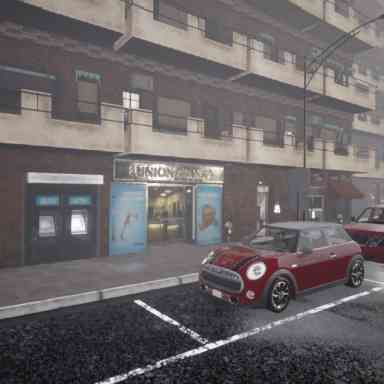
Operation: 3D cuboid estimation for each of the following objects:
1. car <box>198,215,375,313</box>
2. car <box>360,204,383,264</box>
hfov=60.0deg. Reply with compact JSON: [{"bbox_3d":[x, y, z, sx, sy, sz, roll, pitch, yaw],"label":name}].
[{"bbox_3d":[2.105,1.442,7.605,4.097,1.590,1.967,0,0,-36],"label":"car"},{"bbox_3d":[6.607,1.321,10.827,5.009,1.841,2.192,0,0,-36],"label":"car"}]
